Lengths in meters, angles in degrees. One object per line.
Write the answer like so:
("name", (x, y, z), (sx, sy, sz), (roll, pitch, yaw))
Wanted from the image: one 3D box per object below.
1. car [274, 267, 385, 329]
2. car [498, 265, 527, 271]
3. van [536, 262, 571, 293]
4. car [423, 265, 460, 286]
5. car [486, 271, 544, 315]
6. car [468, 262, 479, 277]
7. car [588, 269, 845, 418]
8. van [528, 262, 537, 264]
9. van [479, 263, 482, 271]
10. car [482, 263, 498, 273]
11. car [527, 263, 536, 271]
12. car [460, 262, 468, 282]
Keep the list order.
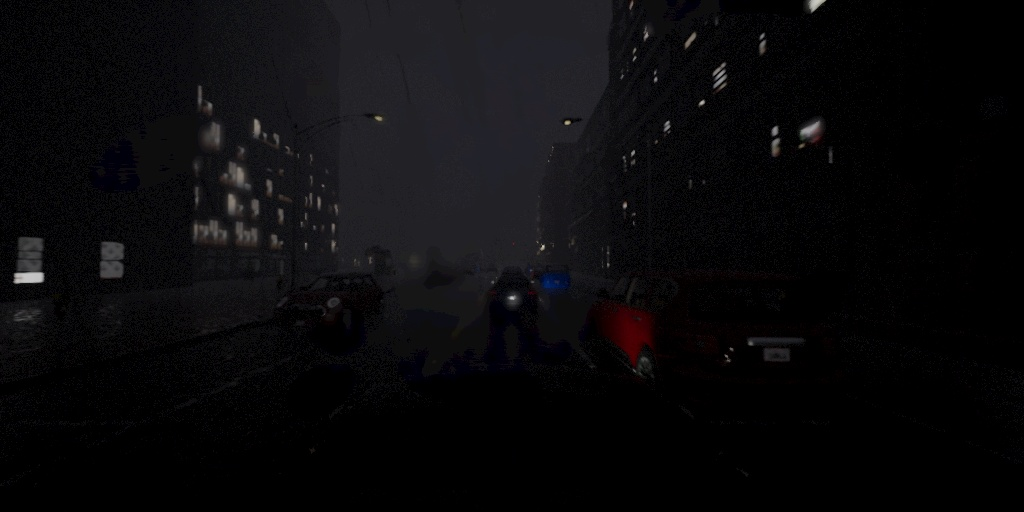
("car", (-5.693, 1.318, 11.651), (1.967, 1.591, 4.097), (0, 0, 0))
("car", (0.055, 1.590, 30.287), (1.882, 1.535, 5.008), (0, 0, 1))
("van", (2.692, 1.363, 22.973), (1.690, 1.789, 3.998), (0, 0, 0))
("car", (-5.662, 1.532, 28.588), (1.967, 1.591, 4.097), (0, 0, 0))
("car", (0.050, 1.480, 14.552), (1.994, 1.385, 4.181), (0, -1, 0))
("car", (-5.655, 1.843, 45.524), (1.888, 1.381, 4.507), (0, 0, 0))
("car", (2.691, 1.121, 6.035), (2.192, 1.841, 5.009), (0, 0, 0))
("van", (2.693, 1.638, 45.557), (1.690, 1.789, 3.998), (0, 0, 0))
("van", (-5.656, 1.705, 51.170), (1.690, 1.789, 3.998), (0, 0, 0))
("car", (-3.073, 1.920, 55.586), (1.837, 1.490, 4.892), (0, -1, 0))
("car", (2.692, 1.707, 34.266), (1.888, 1.381, 4.507), (0, 0, 0))
("car", (-5.656, 1.601, 34.234), (1.967, 1.591, 4.097), (0, 0, 0))
